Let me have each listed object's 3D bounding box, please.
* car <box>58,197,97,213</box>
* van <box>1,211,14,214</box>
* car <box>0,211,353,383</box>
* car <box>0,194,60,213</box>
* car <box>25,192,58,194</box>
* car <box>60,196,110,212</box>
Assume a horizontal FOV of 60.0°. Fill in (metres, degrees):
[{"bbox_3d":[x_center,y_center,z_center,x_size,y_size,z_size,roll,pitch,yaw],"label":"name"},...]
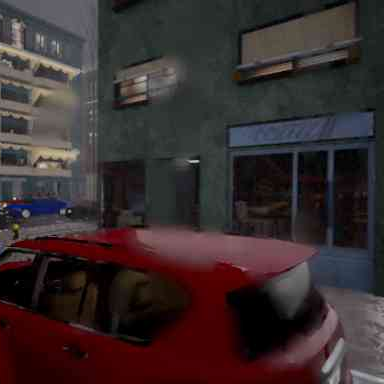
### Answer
[{"bbox_3d":[-6.977,1.308,23.942,1.947,1.339,4.313,2,2,35],"label":"car"},{"bbox_3d":[-5.505,1.324,6.795,3.998,1.788,1.690,0,1,36],"label":"van"},{"bbox_3d":[-1.006,1.309,3.584,5.009,1.841,2.192,0,1,36],"label":"car"},{"bbox_3d":[-12.183,1.176,26.622,1.882,1.535,5.008,1,1,35],"label":"car"},{"bbox_3d":[-13.808,0.976,28.786,2.192,1.841,5.009,2,2,35],"label":"car"},{"bbox_3d":[-10.607,1.125,33.349,1.887,1.381,4.507,2,2,35],"label":"car"}]
